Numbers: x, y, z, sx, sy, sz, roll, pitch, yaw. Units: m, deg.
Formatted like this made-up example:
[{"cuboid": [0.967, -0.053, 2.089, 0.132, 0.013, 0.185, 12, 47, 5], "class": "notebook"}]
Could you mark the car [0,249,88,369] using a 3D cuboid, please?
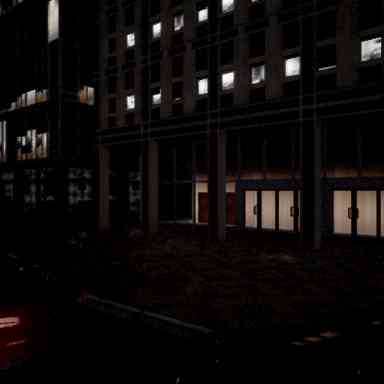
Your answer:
[{"cuboid": [-3.327, 1.581, 5.246, 4.206, 1.307, 1.802, 0, 0, 36], "class": "car"}]

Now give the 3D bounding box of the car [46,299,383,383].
[{"cuboid": [1.273, 1.565, 1.966, 4.313, 1.339, 1.947, 0, 0, 35], "class": "car"}]
